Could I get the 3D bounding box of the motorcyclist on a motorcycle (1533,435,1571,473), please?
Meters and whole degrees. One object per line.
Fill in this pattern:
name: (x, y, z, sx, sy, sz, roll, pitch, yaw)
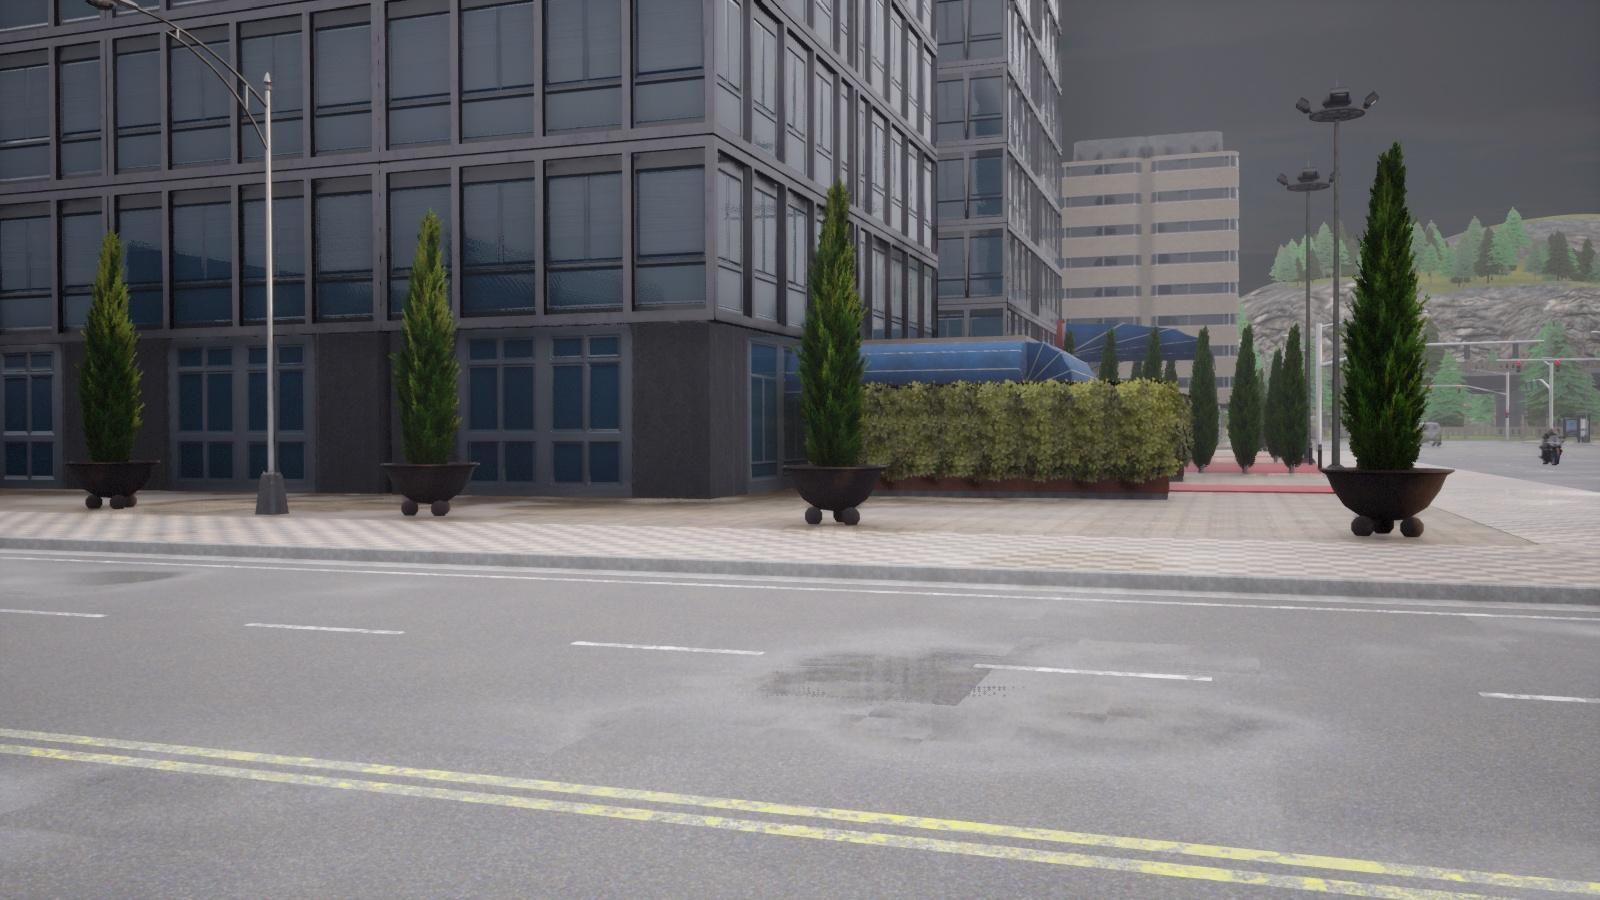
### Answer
motorcyclist on a motorcycle: (30.778, 0.153, 51.446, 0.866, 1.530, 2.191, 1, 1, 18)
